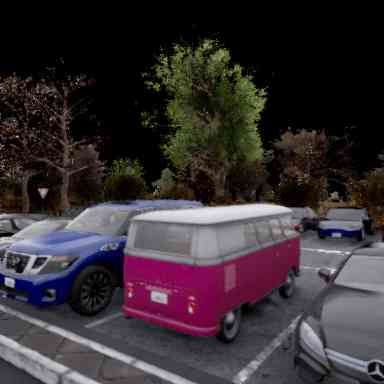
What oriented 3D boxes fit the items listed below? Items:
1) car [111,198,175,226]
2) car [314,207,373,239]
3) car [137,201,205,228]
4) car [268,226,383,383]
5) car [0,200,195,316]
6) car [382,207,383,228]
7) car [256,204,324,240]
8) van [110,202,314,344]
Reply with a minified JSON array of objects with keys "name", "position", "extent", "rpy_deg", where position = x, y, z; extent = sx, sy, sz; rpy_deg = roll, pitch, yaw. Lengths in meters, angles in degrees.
[{"name":"car","position":[-3.538,1.383,24.961],"extent":[2.185,1.767,4.553],"rpy_deg":[0,0,35]},{"name":"car","position":[7.855,1.528,16.836],"extent":[2.163,1.488,4.792],"rpy_deg":[0,0,36]},{"name":"car","position":[-1.325,1.506,23.415],"extent":[2.097,1.535,5.008],"rpy_deg":[0,0,35]},{"name":"car","position":[3.011,1.538,4.883],"extent":[2.002,1.452,4.674],"rpy_deg":[0,0,35]},{"name":"car","position":[-1.608,1.251,8.139],"extent":[2.435,2.045,5.566],"rpy_deg":[0,0,36]},{"name":"car","position":[10.155,1.245,15.197],"extent":[2.435,2.045,5.566],"rpy_deg":[0,0,36]},{"name":"car","position":[5.556,1.530,18.475],"extent":[2.163,1.488,4.792],"rpy_deg":[0,0,36]},{"name":"van","position":[0.777,1.274,6.616],"extent":[1.878,1.987,4.442],"rpy_deg":[0,0,35]}]
